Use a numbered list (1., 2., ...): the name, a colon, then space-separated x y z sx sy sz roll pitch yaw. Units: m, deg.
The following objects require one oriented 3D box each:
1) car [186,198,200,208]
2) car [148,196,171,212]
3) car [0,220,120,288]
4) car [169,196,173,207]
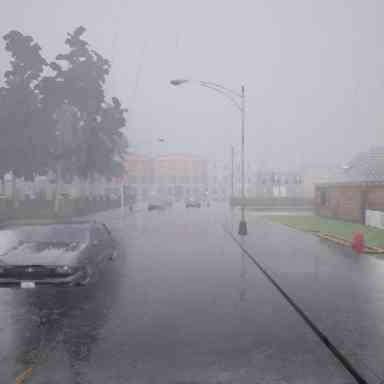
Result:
1. car: 0.176 1.564 48.548 1.994 1.385 4.181 0 0 0
2. car: -4.035 1.547 39.743 2.033 1.411 5.357 0 0 0
3. car: -3.419 1.548 9.561 2.033 1.411 5.357 0 0 0
4. car: -3.986 1.352 49.891 2.097 1.767 4.553 0 0 1
